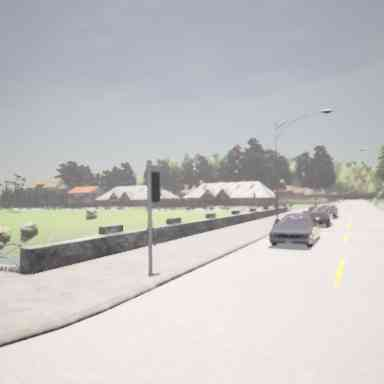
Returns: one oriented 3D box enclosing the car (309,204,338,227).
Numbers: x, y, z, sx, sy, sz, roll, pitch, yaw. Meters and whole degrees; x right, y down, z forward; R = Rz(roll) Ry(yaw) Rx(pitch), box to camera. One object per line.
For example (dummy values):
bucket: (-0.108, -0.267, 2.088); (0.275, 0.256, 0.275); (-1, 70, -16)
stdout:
car: (9.812, 1.837, 25.707); (2.128, 1.511, 4.902); (-1, -1, 26)

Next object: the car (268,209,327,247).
car: (5.296, 1.791, 16.619); (2.033, 1.411, 5.357); (-1, -1, 26)
